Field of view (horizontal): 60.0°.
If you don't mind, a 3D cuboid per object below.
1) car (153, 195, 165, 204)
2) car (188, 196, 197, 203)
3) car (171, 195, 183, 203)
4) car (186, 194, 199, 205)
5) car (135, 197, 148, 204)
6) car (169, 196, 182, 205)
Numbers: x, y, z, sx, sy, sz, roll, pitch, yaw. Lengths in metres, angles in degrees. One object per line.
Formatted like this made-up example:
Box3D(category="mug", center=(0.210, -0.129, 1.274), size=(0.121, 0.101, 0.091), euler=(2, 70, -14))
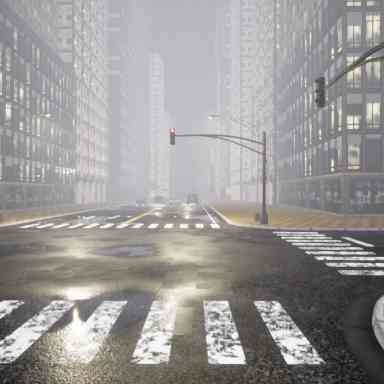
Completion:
Box3D(category="car", center=(-6.378, 1.468, 64.409), size=(2.097, 1.767, 4.553), euler=(0, 0, 0))
Box3D(category="car", center=(0.134, 1.541, 70.616), size=(1.994, 1.385, 4.181), euler=(0, 0, 0))
Box3D(category="car", center=(-3.117, 1.496, 70.205), size=(2.128, 1.511, 4.902), euler=(0, 0, 0))
Box3D(category="car", center=(0.115, 1.323, 60.229), size=(2.150, 2.045, 5.566), euler=(0, 0, 0))
Box3D(category="car", center=(-9.628, 1.664, 64.384), size=(2.033, 1.411, 5.357), euler=(0, 0, 0))
Box3D(category="car", center=(-3.136, 1.702, 60.233), size=(1.895, 1.301, 4.718), euler=(0, 0, 0))
